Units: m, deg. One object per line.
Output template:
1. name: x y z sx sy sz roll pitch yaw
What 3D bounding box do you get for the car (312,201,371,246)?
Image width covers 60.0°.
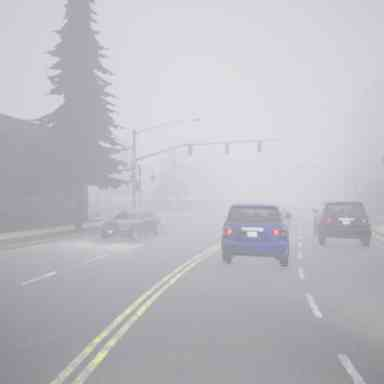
1. car: 7.431 1.457 16.836 2.150 2.045 5.566 0 -1 17

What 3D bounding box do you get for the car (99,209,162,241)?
1. car: -3.238 1.735 18.442 1.837 1.490 4.892 0 -1 18

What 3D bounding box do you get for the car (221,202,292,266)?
1. car: 2.523 1.391 12.593 2.150 2.045 5.566 0 -1 15

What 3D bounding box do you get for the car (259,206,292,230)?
1. car: 6.428 1.887 25.234 2.033 1.411 5.357 0 -1 18
